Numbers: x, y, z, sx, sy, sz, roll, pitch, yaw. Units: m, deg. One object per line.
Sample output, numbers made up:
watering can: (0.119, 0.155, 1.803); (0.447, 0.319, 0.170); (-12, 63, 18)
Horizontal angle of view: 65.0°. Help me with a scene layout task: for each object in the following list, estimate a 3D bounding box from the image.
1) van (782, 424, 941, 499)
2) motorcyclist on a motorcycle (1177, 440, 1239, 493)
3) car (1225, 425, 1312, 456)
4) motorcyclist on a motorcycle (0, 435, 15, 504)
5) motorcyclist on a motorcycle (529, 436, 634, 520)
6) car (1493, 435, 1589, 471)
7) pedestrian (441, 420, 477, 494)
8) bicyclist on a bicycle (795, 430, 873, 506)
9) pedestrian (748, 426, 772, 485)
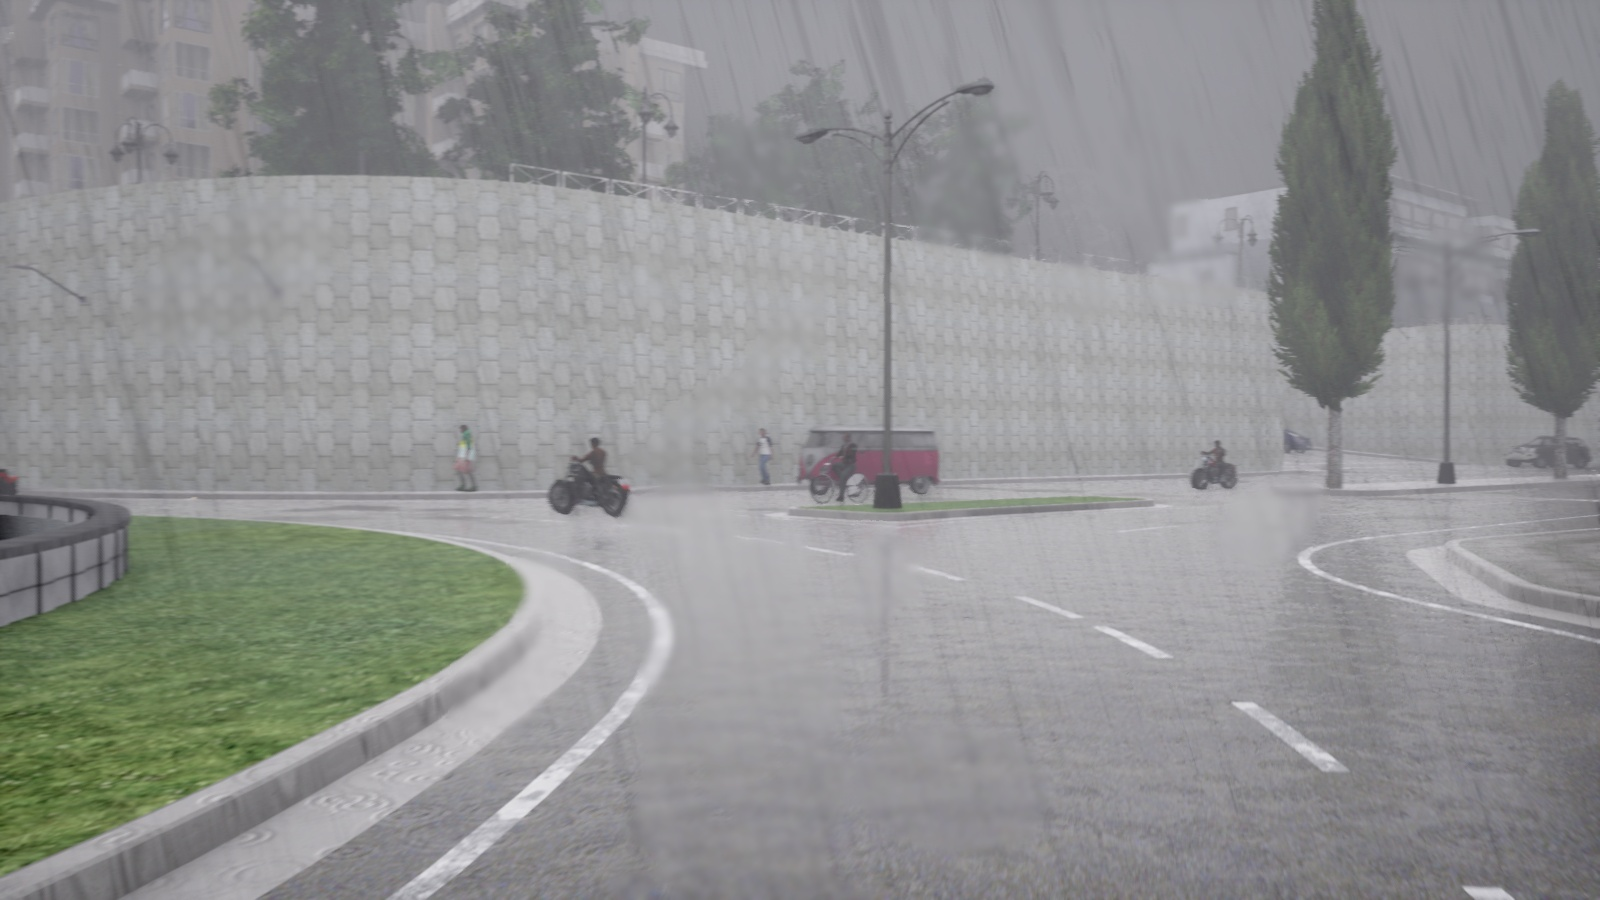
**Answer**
van: (1.782, 0.301, 35.702); (4.442, 1.987, 1.775); (0, 0, -39)
motorcyclist on a motorcycle: (13.138, 0.500, 40.398); (2.350, 1.649, 0.766); (0, 1, -39)
car: (28.820, -0.600, 77.420); (1.812, 1.442, 4.674); (1, 6, -38)
motorcyclist on a motorcycle: (-20.439, 0.472, 30.412); (2.350, 1.649, 0.766); (0, 1, 0)
motorcyclist on a motorcycle: (-4.453, 0.541, 25.506); (2.350, 1.649, 0.766); (0, 1, 40)
car: (40.803, 0.161, 69.154); (4.605, 1.855, 1.932); (1, 1, -19)
pedestrian: (-9.168, 0.186, 33.791); (0.873, 1.952, 0.659); (0, 0, -11)
bicyclist on a bicycle: (0.842, 0.443, 30.509); (1.843, 1.776, 0.659); (2, -1, -38)
pedestrian: (-1.255, 0.174, 39.404); (0.706, 1.836, 0.354); (0, 0, -43)
